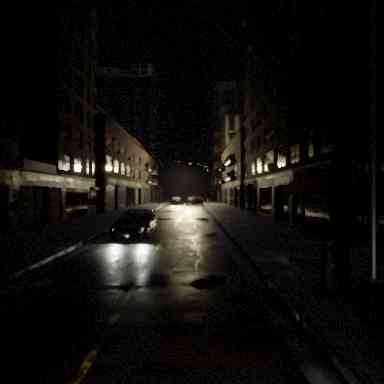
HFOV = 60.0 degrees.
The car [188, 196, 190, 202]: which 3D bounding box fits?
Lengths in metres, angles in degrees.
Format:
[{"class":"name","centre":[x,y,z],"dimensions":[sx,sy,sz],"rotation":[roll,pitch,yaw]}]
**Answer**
[{"class":"car","centre":[-0.005,1.560,76.432],"dimensions":[1.895,1.301,4.718],"rotation":[0,0,0]}]

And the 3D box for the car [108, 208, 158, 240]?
[{"class":"car","centre":[-2.852,1.562,17.291],"dimensions":[2.033,1.411,5.357],"rotation":[0,0,0]}]

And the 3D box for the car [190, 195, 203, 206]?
[{"class":"car","centre":[0.958,1.559,58.667],"dimensions":[1.882,1.535,5.008],"rotation":[0,0,0]}]

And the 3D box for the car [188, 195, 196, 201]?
[{"class":"car","centre":[-0.007,1.645,94.262],"dimensions":[2.128,1.511,4.902],"rotation":[0,0,0]}]

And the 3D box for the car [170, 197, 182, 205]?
[{"class":"car","centre":[-2.798,1.573,59.196],"dimensions":[2.128,1.511,4.902],"rotation":[0,0,1]}]
